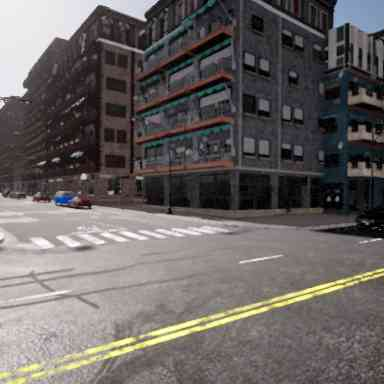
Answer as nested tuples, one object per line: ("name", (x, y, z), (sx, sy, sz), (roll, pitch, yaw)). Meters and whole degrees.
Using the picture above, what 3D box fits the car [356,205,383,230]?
("car", (11.809, 1.534, 20.092), (4.892, 1.490, 1.837), (0, 0, -35))

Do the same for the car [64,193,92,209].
("car", (-12.419, 1.143, 36.975), (1.802, 1.307, 4.206), (2, 0, -37))

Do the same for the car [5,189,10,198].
("car", (-36.369, 0.512, 68.231), (2.008, 1.369, 4.403), (2, 0, -37))

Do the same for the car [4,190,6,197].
("car", (-39.774, 0.191, 72.704), (2.192, 1.841, 5.009), (2, 0, -37))

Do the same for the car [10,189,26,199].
("car", (-32.957, 0.598, 63.758), (2.008, 1.369, 4.403), (2, 0, -37))

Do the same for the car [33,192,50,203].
("car", (-22.716, 0.744, 50.341), (1.967, 1.590, 4.097), (2, 0, -37))

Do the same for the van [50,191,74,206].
("van", (-15.863, 0.816, 41.418), (1.690, 1.788, 3.998), (2, 0, -37))
